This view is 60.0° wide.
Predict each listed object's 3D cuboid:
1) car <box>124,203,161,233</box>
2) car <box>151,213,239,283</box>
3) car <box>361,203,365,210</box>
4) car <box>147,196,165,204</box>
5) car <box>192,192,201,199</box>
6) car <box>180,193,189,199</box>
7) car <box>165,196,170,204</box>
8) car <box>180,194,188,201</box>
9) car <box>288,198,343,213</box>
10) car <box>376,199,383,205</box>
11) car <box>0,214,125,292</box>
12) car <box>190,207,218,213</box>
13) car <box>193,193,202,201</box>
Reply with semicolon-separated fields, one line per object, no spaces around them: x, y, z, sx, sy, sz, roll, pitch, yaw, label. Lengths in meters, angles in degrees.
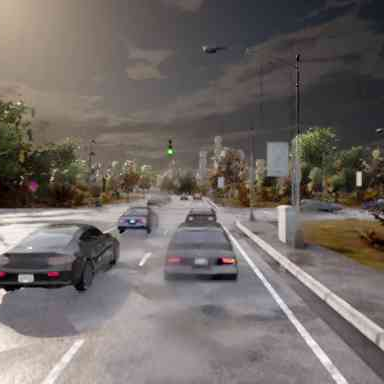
-3.104;1.595;20.032;2.033;1.411;5.357;0;0;1;car
0.239;1.581;9.820;2.033;1.411;5.357;0;0;1;car
23.610;1.547;41.291;5.008;1.535;1.882;0;0;-2;car
-6.140;1.628;54.196;2.033;1.411;5.357;0;0;1;car
1.292;1.070;94.329;2.097;1.767;4.553;0;1;-4;car
-2.207;1.166;94.185;2.033;1.411;5.357;0;1;-7;car
-5.911;1.608;63.886;1.812;1.442;4.674;0;0;2;car
-2.012;1.492;84.098;1.895;1.301;4.718;0;1;1;car
14.080;1.613;37.426;5.357;1.411;2.033;0;0;-2;car
23.277;1.630;37.772;4.181;1.385;1.994;0;0;-1;car
-3.273;1.556;8.922;1.812;1.442;4.674;0;0;1;car
0.773;1.650;22.411;1.895;1.301;4.718;0;0;6;car
1.492;1.423;84.353;1.812;1.442;4.674;0;1;1;car
